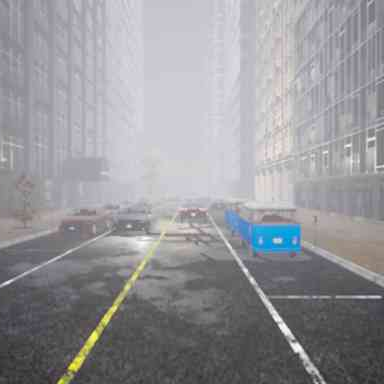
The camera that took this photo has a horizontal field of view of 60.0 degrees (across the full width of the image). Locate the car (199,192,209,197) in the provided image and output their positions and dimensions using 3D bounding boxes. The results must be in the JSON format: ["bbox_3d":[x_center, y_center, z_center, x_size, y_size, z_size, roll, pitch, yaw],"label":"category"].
[{"bbox_3d":[2.705,1.244,63.584,1.887,1.381,4.507,0,0,0],"label":"car"}]

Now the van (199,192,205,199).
[{"bbox_3d":[2.716,0.860,92.086,1.690,1.788,3.998,0,1,0],"label":"van"}]

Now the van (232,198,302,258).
[{"bbox_3d":[2.692,1.289,12.299,1.690,1.788,3.998,0,0,0],"label":"van"}]

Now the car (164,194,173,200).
[{"bbox_3d":[-5.670,1.151,80.685,1.887,1.381,4.507,0,0,0],"label":"car"}]

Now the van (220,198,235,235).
[{"bbox_3d":[2.694,1.264,17.998,1.690,1.788,3.998,0,0,0],"label":"van"}]

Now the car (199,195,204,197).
[{"bbox_3d":[0.111,1.375,41.346,1.994,1.385,4.181,0,0,0],"label":"car"}]

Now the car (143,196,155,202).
[{"bbox_3d":[-5.681,1.254,40.795,1.967,1.590,4.097,0,0,0],"label":"car"}]

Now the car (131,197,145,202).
[{"bbox_3d":[-5.684,1.421,29.398,2.008,1.369,4.403,0,0,0],"label":"car"}]

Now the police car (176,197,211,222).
[{"bbox_3d":[0.108,1.395,25.750,2.038,1.542,4.974,0,1,0],"label":"police car"}]

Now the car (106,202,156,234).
[{"bbox_3d":[-3.094,1.485,18.315,1.994,1.385,4.181,0,0,0],"label":"car"}]

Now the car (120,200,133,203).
[{"bbox_3d":[-5.685,1.479,23.701,1.802,1.307,4.206,0,0,0],"label":"car"}]

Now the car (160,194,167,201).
[{"bbox_3d":[-5.674,1.222,69.285,2.008,1.369,4.403,0,0,0],"label":"car"}]

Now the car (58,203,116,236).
[{"bbox_3d":[-5.687,1.468,18.002,1.887,1.381,4.507,0,0,0],"label":"car"}]

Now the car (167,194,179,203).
[{"bbox_3d":[-3.029,1.277,60.709,1.994,1.385,4.181,0,0,1],"label":"car"}]

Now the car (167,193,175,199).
[{"bbox_3d":[-5.666,1.085,92.089,1.947,1.339,4.313,0,0,0],"label":"car"}]

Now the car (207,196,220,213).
[{"bbox_3d":[2.698,1.408,35.095,1.947,1.339,4.313,0,0,0],"label":"car"}]
